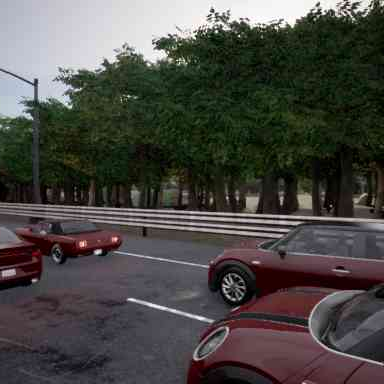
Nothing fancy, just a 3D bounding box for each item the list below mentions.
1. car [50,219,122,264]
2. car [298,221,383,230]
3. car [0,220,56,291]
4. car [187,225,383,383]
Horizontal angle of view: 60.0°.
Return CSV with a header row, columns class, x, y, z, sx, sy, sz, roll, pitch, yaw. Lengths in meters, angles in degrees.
class,x,y,z,sx,sy,sz,roll,pitch,yaw
car,-4.729,1.602,11.826,4.718,1.301,1.895,0,0,37
car,2.545,1.352,6.532,4.553,1.767,2.097,0,0,35
car,-5.669,1.479,8.175,5.008,1.535,1.882,0,0,37
car,2.154,1.352,2.528,4.553,1.767,2.097,0,0,35
